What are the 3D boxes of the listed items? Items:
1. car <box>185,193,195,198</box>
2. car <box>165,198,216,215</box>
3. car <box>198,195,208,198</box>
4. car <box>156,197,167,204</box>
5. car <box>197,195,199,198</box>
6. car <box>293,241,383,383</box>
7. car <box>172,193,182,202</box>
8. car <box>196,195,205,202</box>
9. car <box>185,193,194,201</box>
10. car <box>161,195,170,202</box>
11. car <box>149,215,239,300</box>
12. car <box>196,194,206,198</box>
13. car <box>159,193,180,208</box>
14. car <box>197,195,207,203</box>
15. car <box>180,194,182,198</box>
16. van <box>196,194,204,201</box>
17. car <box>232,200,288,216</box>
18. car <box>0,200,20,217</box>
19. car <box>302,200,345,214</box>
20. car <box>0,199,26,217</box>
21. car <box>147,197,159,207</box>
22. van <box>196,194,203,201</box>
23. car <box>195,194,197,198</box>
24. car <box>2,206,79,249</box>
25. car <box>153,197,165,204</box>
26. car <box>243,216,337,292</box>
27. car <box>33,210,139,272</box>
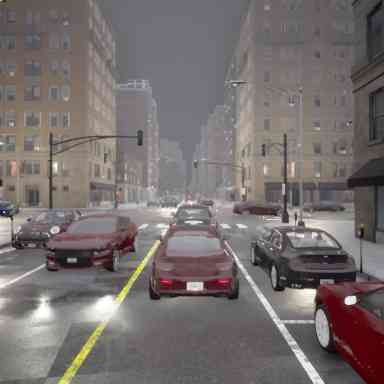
[{"bbox_3d":[-0.550,1.341,79.392,2.150,2.045,5.566,0,0,-1],"label":"car"},{"bbox_3d":[0.065,1.358,15.581,2.097,1.767,4.553,0,0,0],"label":"car"},{"bbox_3d":[2.431,1.590,52.666,1.887,1.381,4.507,0,0,-1],"label":"car"},{"bbox_3d":[-6.286,1.665,69.094,1.802,1.307,4.206,0,0,-1],"label":"car"},{"bbox_3d":[2.367,1.622,58.172,1.947,1.339,4.313,0,0,-1],"label":"car"},{"bbox_3d":[2.669,1.545,3.248,1.887,1.381,4.507,0,0,0],"label":"car"},{"bbox_3d":[-3.532,1.336,77.788,2.150,2.045,5.566,0,0,-1],"label":"car"},{"bbox_3d":[2.112,1.559,80.199,1.967,1.590,4.097,0,0,-1],"label":"car"},{"bbox_3d":[-0.674,1.383,90.111,2.150,2.045,5.566,0,0,-1],"label":"car"},{"bbox_3d":[-6.412,1.559,80.110,1.967,1.590,4.097,0,0,-1],"label":"car"},{"bbox_3d":[0.018,1.528,8.277,1.812,1.442,4.674,0,0,-1],"label":"car"},{"bbox_3d":[2.301,1.595,63.849,1.752,1.417,4.829,0,0,-1],"label":"car"},{"bbox_3d":[-3.272,1.390,48.456,2.097,1.767,4.553,0,0,-1],"label":"car"},{"bbox_3d":[2.176,1.540,74.693,1.967,1.590,4.097,0,0,-1],"label":"car"},{"bbox_3d":[-3.432,1.604,67.257,1.812,1.442,4.674,0,0,0],"label":"car"},{"bbox_3d":[2.049,1.481,85.707,1.690,1.788,3.998,0,0,-1],"label":"van"},{"bbox_3d":[6.215,1.499,30.374,5.008,1.535,1.882,1,0,0],"label":"car"},{"bbox_3d":[-17.153,1.121,26.946,5.566,2.045,2.150,1,0,0],"label":"car"},{"bbox_3d":[14.634,1.647,37.153,4.674,1.442,1.812,0,0,1],"label":"car"},{"bbox_3d":[-18.032,1.416,30.187,4.902,1.511,2.128,0,0,0],"label":"car"},{"bbox_3d":[-6.094,1.595,52.571,2.008,1.369,4.403,0,0,-1],"label":"car"},{"bbox_3d":[1.985,1.503,91.214,1.690,1.788,3.998,0,0,-1],"label":"van"},{"bbox_3d":[2.240,1.399,69.186,2.192,1.841,5.009,0,0,-1],"label":"car"},{"bbox_3d":[-5.880,1.445,14.209,1.967,1.590,4.097,0,0,0],"label":"car"},{"bbox_3d":[-6.222,1.613,63.586,1.887,1.381,4.507,0,0,-1],"label":"car"},{"bbox_3d":[2.657,1.553,8.739,2.008,1.369,4.403,0,0,0],"label":"car"},{"bbox_3d":[-3.023,1.481,11.000,1.882,1.535,5.008,0,0,1],"label":"car"}]
